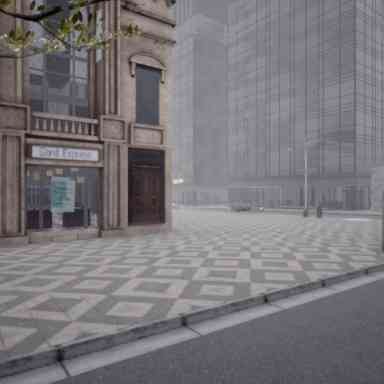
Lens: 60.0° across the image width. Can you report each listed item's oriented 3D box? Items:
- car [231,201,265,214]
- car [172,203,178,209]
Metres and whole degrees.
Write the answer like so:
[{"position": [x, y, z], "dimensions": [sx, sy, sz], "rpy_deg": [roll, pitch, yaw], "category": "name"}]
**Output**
[{"position": [7.000, 1.943, 42.034], "dimensions": [2.128, 1.511, 4.902], "rpy_deg": [0, -1, -36], "category": "car"}, {"position": [-4.237, 2.306, 57.675], "dimensions": [1.812, 1.442, 4.674], "rpy_deg": [0, -1, -36], "category": "car"}]
